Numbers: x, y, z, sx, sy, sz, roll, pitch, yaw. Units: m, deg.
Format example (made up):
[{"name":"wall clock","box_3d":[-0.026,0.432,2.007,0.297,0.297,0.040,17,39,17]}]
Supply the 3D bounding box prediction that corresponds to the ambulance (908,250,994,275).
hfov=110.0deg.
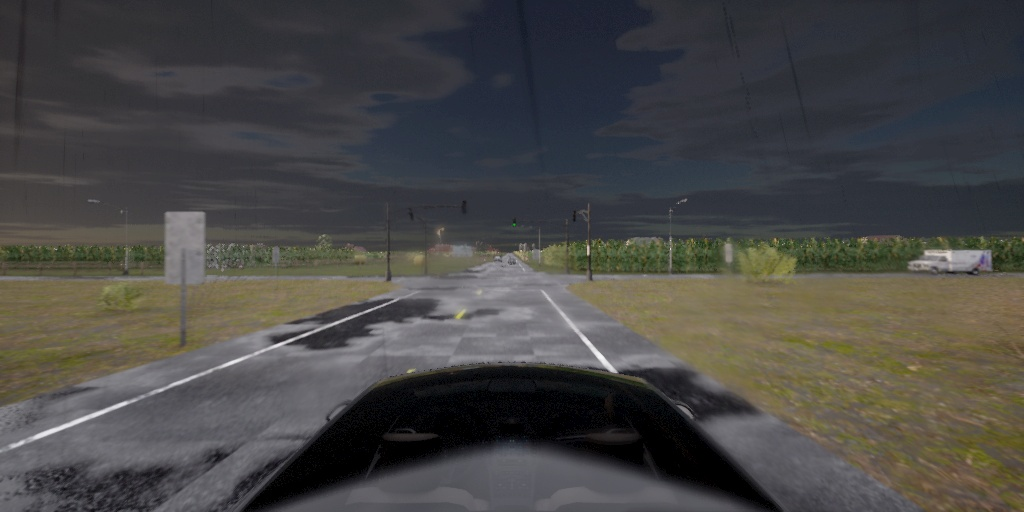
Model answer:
[{"name":"ambulance","box_3d":[43.814,0.671,36.029,6.366,2.431,2.351,0,0,0]}]
